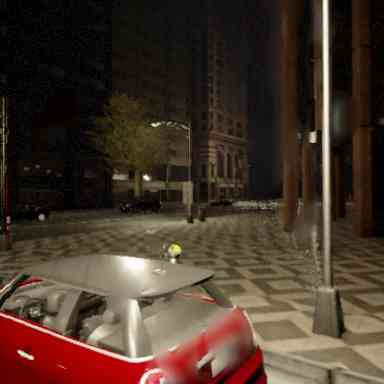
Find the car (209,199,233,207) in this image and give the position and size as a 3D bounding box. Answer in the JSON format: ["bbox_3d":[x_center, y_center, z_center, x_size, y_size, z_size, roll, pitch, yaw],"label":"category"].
[{"bbox_3d":[4.846,1.838,55.273,1.895,1.301,4.718,-1,0,36],"label":"car"}]

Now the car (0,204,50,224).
[{"bbox_3d":[-14.555,1.807,28.170,1.837,1.490,4.892,-1,0,35],"label":"car"}]

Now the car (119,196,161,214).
[{"bbox_3d":[-6.139,1.495,39.994,2.150,2.045,5.566,-1,0,35],"label":"car"}]

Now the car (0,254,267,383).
[{"bbox_3d":[-1.340,1.482,3.918,4.097,1.590,1.967,-1,0,36],"label":"car"}]
